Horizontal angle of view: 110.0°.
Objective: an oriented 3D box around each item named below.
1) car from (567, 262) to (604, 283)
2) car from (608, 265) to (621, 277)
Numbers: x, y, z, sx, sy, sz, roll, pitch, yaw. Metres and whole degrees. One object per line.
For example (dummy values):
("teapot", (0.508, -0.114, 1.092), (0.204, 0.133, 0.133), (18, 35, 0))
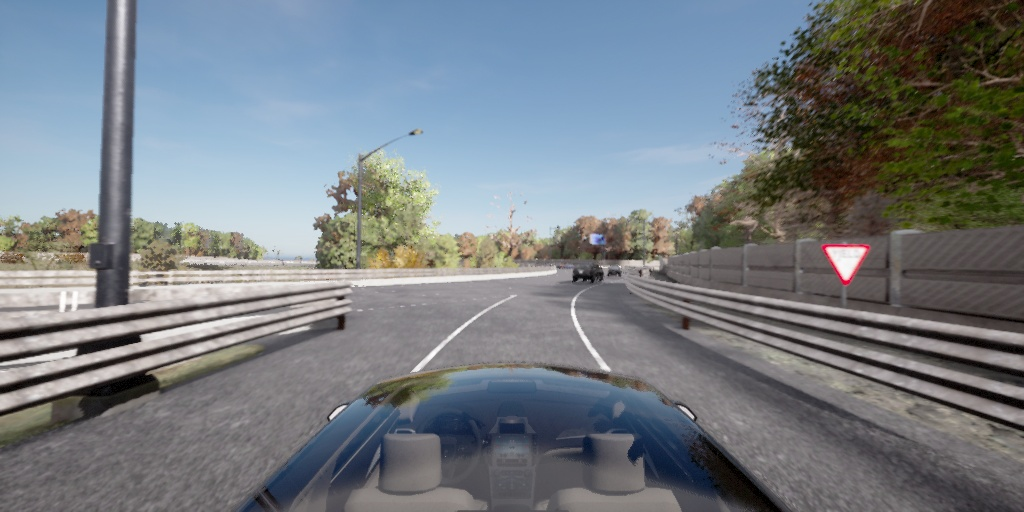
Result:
("car", (7.905, 1.705, 37.055), (2.150, 2.045, 5.566), (1, -1, 28))
("car", (16.093, 2.417, 56.329), (1.882, 1.535, 5.008), (1, -1, 18))
